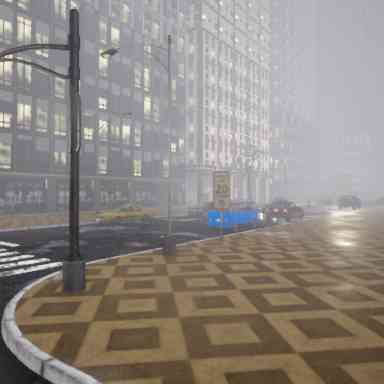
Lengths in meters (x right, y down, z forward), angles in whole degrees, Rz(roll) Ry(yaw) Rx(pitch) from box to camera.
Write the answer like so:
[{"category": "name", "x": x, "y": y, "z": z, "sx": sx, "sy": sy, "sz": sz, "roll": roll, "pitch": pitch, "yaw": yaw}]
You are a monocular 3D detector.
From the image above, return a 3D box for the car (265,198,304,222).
[{"category": "car", "x": 7.574, "y": 1.471, "z": 26.883, "sx": 1.967, "sy": 1.590, "sz": 4.097, "roll": 0, "pitch": 0, "yaw": 38}]

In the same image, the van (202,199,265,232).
[{"category": "van", "x": 2.616, "y": 1.366, "z": 20.251, "sx": 1.690, "sy": 1.788, "sz": 3.998, "roll": 0, "pitch": 0, "yaw": 38}]

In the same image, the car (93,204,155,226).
[{"category": "car", "x": -4.776, "y": 1.538, "z": 23.960, "sx": 1.752, "sy": 1.417, "sz": 4.829, "roll": 0, "pitch": 0, "yaw": 38}]

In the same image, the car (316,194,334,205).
[{"category": "car", "x": 25.064, "y": 1.378, "z": 62.565, "sx": 2.192, "sy": 1.841, "sz": 5.009, "roll": 0, "pitch": 0, "yaw": 38}]

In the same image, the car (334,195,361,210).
[{"category": "car", "x": 21.138, "y": 1.367, "z": 44.528, "sx": 2.192, "sy": 1.841, "sz": 5.009, "roll": 0, "pitch": 0, "yaw": 38}]

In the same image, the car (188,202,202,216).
[{"category": "car", "x": 1.327, "y": 1.601, "z": 31.687, "sx": 1.802, "sy": 1.307, "sz": 4.206, "roll": 0, "pitch": 0, "yaw": 38}]

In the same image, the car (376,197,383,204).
[{"category": "car", "x": 38.091, "y": 1.657, "z": 66.582, "sx": 1.947, "sy": 1.339, "sz": 4.313, "roll": 0, "pitch": 0, "yaw": 38}]

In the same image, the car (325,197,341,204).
[{"category": "car", "x": 28.454, "y": 1.622, "z": 66.975, "sx": 2.008, "sy": 1.369, "sz": 4.403, "roll": 0, "pitch": 0, "yaw": 38}]
